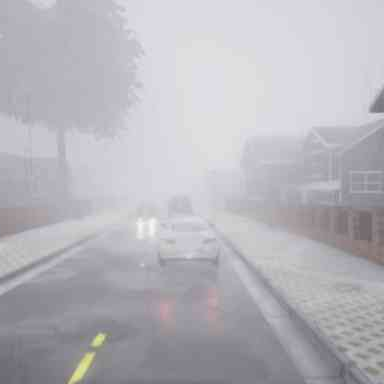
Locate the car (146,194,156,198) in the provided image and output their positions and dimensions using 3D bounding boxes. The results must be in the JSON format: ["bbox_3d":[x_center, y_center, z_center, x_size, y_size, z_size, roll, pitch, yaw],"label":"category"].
[{"bbox_3d":[-8.800,1.302,71.941,2.097,1.767,4.553,0,1,-8],"label":"car"}]

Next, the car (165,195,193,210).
[{"bbox_3d":[-1.159,1.311,30.820,2.150,2.045,5.566,0,0,-4],"label":"car"}]

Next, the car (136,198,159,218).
[{"bbox_3d":[-4.190,1.592,31.661,2.128,1.511,4.902,0,0,-5],"label":"car"}]

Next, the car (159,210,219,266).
[{"bbox_3d":[-0.133,1.558,11.578,1.812,1.442,4.674,0,0,-2],"label":"car"}]
